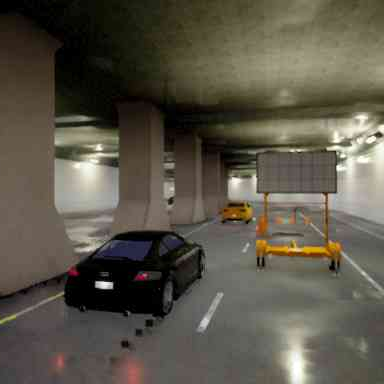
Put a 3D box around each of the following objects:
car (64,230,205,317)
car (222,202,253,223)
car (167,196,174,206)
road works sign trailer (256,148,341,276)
[{"bbox_3d":[-0.992,1.557,7.607,1.994,1.385,4.181,0,0,14],"label":"car"},{"bbox_3d":[3.500,1.458,25.176,1.882,1.535,5.008,0,0,14],"label":"car"},{"bbox_3d":[-2.875,1.458,53.647,1.837,1.490,4.892,0,0,0],"label":"car"},{"bbox_3d":[3.260,0.457,10.508,2.380,3.560,2.880,0,0,14],"label":"road works sign trailer"}]
